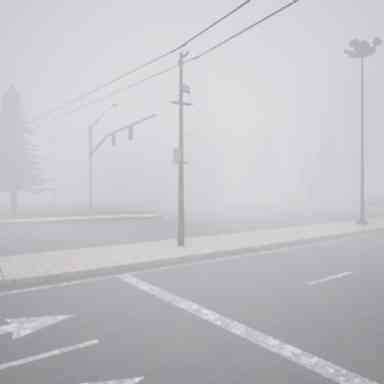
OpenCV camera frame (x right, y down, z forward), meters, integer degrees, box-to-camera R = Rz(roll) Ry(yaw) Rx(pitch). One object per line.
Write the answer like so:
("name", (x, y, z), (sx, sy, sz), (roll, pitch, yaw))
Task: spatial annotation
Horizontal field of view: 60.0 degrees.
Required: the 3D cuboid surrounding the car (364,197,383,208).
("car", (26.171, 1.446, 46.955), (5.008, 1.535, 1.882), (0, 0, -36))
